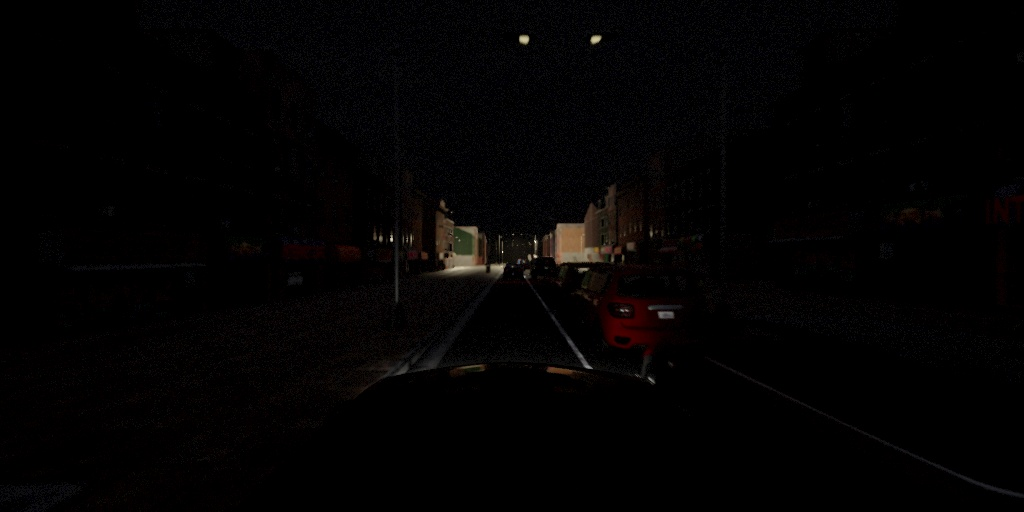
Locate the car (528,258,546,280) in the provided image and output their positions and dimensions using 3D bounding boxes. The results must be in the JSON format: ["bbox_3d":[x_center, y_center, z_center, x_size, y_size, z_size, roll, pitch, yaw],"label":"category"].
[{"bbox_3d":[2.982,1.173,34.333,2.150,2.045,5.566,0,0,0],"label":"car"}]

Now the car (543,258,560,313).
[{"bbox_3d":[2.637,1.131,13.901,2.192,1.841,5.009,0,0,0],"label":"car"}]

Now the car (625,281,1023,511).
[{"bbox_3d":[2.637,1.197,3.097,1.967,1.591,4.097,0,0,0],"label":"car"}]

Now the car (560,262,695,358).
[{"bbox_3d":[2.637,1.101,8.499,2.192,1.841,5.009,0,0,0],"label":"car"}]

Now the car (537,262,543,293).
[{"bbox_3d":[2.638,1.288,19.303,1.967,1.591,4.097,0,0,0],"label":"car"}]

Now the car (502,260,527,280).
[{"bbox_3d":[0.101,1.416,33.335,1.882,1.535,5.008,0,-1,0],"label":"car"}]
